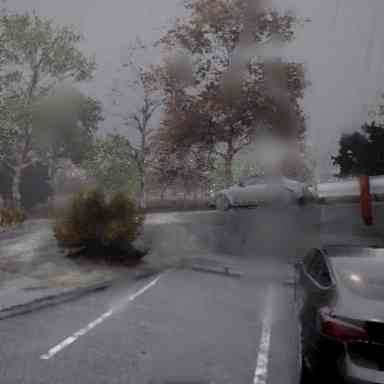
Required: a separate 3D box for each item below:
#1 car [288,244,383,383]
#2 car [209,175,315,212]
[{"bbox_3d":[2.585,1.515,5.052,2.163,1.488,4.792,0,-1,16],"label":"car"},{"bbox_3d":[2.759,0.024,13.521,4.181,1.385,1.994,-5,-3,34],"label":"car"}]
